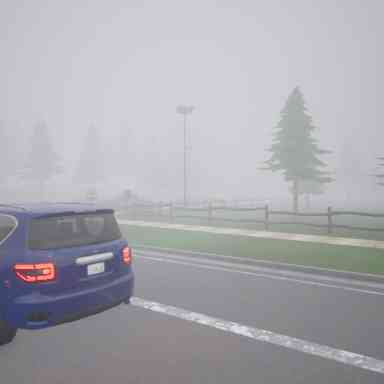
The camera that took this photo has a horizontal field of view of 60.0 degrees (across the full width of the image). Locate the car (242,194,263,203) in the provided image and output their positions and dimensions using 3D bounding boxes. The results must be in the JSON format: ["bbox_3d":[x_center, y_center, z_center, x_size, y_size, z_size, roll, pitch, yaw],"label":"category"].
[{"bbox_3d":[11.957,1.005,63.463,2.097,1.767,4.553,0,0,35],"label":"car"}]

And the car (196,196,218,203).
[{"bbox_3d":[3.267,1.542,69.361,2.033,1.411,5.357,0,0,35],"label":"car"}]

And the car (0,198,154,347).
[{"bbox_3d":[-3.578,1.221,6.488,5.566,2.045,2.150,0,0,36],"label":"car"}]

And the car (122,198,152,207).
[{"bbox_3d":[-8.588,1.595,52.585,1.895,1.301,4.718,0,0,35],"label":"car"}]

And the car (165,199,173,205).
[{"bbox_3d":[-2.203,1.542,55.596,2.033,1.411,5.357,0,0,35],"label":"car"}]

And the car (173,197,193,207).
[{"bbox_3d":[-0.498,1.522,51.917,1.812,1.442,4.674,0,1,35],"label":"car"}]

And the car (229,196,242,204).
[{"bbox_3d":[9.072,1.560,65.445,1.837,1.490,4.892,0,0,35],"label":"car"}]

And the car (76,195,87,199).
[{"bbox_3d":[-11.717,1.473,42.011,1.882,1.535,5.008,0,0,35],"label":"car"}]

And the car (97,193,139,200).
[{"bbox_3d":[-8.620,1.217,40.334,2.150,2.045,5.566,0,0,35],"label":"car"}]

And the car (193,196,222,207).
[{"bbox_3d":[2.698,1.474,50.391,1.882,1.535,5.008,0,0,35],"label":"car"}]

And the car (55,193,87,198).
[{"bbox_3d":[-14.921,1.347,43.535,2.097,1.767,4.553,0,0,35],"label":"car"}]

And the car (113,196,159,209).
[{"bbox_3d":[-6.058,1.544,37.888,2.033,1.411,5.357,0,0,35],"label":"car"}]
